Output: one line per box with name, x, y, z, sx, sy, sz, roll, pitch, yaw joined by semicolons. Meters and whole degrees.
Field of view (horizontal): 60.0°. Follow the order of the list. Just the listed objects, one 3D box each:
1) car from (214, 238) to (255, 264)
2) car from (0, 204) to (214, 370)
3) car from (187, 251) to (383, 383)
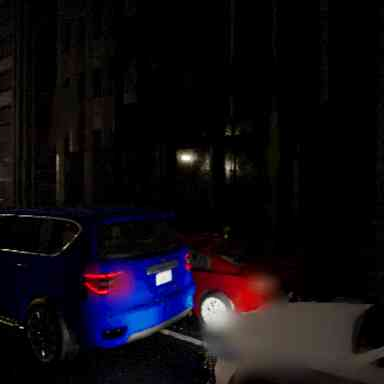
car;-0.199;1.575;6.791;4.507;1.381;1.887;0;0;36
car;-2.594;1.246;5.978;5.566;2.045;2.150;0;0;34
car;2.402;1.541;2.634;4.674;1.442;1.812;0;0;36
